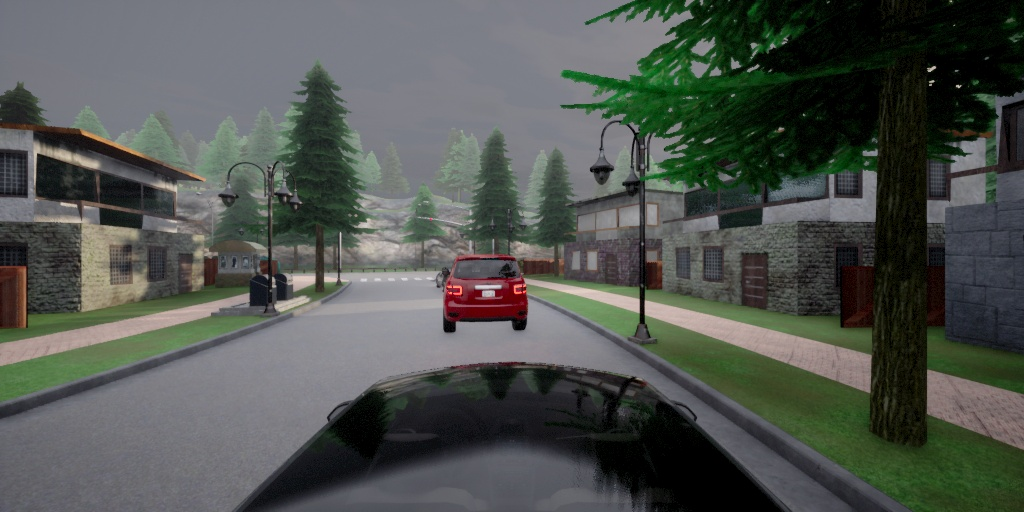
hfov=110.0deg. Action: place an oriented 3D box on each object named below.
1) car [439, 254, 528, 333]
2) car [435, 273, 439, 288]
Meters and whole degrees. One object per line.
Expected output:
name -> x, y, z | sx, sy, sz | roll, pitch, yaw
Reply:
car -> -0.952, 0.971, 11.023 | 2.150, 2.045, 5.566 | 0, 0, -9
car -> -3.368, 1.297, 21.206 | 2.033, 1.411, 5.357 | 0, 0, -18
